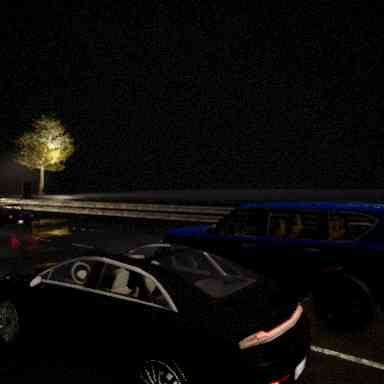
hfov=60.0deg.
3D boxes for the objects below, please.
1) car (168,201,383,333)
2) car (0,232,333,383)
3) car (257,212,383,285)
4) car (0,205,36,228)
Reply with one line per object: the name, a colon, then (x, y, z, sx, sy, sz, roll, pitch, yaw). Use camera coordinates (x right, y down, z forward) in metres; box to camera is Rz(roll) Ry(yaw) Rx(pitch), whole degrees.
car: (1.755, 1.209, 7.038, 5.566, 2.045, 2.150, 0, 0, 35)
car: (-0.914, 1.474, 4.641, 4.902, 1.511, 2.128, 0, 0, 35)
car: (4.548, 1.483, 9.343, 4.902, 1.511, 2.128, 0, 0, 35)
car: (-12.030, 1.467, 21.154, 4.718, 1.301, 1.895, 1, 0, 35)
